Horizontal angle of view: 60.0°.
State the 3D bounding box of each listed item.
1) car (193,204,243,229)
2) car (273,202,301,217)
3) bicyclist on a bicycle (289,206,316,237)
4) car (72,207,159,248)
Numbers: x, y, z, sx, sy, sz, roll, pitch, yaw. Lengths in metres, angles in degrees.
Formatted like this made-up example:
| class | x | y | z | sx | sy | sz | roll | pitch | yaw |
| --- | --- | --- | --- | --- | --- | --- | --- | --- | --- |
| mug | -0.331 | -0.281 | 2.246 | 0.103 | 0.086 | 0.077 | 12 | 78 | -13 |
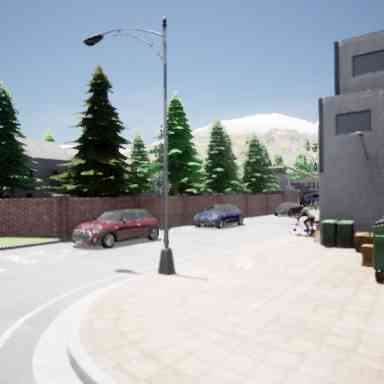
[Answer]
| class | x | y | z | sx | sy | sz | roll | pitch | yaw |
| --- | --- | --- | --- | --- | --- | --- | --- | --- | --- |
| car | 2.035 | 1.738 | 25.041 | 2.097 | 1.767 | 4.553 | -1 | -1 | 36 |
| car | 10.571 | 1.919 | 36.739 | 1.837 | 1.490 | 4.892 | -1 | -1 | 36 |
| bicyclist on a bicycle | 5.967 | 1.583 | 17.736 | 1.656 | 1.620 | 0.582 | -1 | -1 | 36 |
| car | -3.806 | 1.718 | 17.019 | 2.097 | 1.767 | 4.553 | -1 | -1 | 36 |
